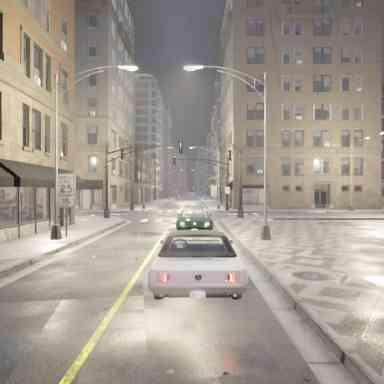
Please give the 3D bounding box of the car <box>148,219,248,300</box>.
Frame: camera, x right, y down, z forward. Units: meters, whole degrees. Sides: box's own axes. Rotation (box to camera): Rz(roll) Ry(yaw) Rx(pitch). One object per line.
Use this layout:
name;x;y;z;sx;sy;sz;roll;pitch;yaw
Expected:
car;0.115;1.600;8.354;1.895;1.301;4.718;0;0;0

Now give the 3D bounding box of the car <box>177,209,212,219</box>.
car;0.133;1.599;18.589;1.895;1.301;4.718;0;0;0
